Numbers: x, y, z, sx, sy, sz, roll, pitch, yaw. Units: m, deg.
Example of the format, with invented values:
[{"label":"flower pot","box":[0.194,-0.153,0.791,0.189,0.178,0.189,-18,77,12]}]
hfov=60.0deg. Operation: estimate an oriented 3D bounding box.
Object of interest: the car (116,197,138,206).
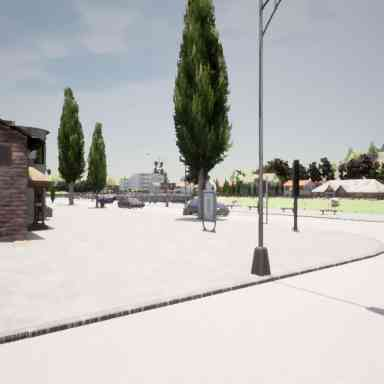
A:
[{"label":"car","box":[-10.939,1.525,55.782,1.812,1.442,4.674,0,0,-36]}]

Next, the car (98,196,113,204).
[{"label":"car","box":[-16.894,1.477,64.074,1.882,1.535,5.008,0,0,-36]}]

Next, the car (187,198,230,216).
[{"label":"car","box":[1.481,1.353,31.288,2.097,1.767,4.553,0,0,-36]}]

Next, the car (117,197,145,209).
[{"label":"car","box":[-8.254,1.547,44.866,2.033,1.411,5.357,0,0,-35]}]
